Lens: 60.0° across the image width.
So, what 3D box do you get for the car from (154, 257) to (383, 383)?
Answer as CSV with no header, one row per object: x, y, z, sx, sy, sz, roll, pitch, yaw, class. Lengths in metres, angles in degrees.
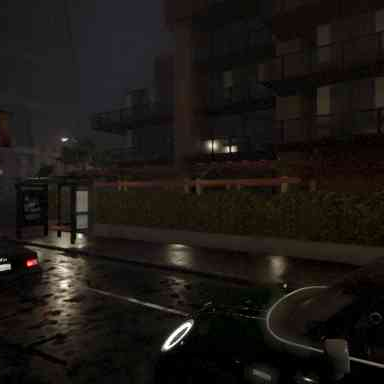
1.850,1.352,2.685,4.553,1.767,2.097,0,0,35,car

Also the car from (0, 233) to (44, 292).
-5.768,1.547,8.061,5.357,1.411,2.033,0,0,36,car

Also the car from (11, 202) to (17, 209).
-22.464,1.525,46.069,1.812,1.442,4.674,0,0,35,car
